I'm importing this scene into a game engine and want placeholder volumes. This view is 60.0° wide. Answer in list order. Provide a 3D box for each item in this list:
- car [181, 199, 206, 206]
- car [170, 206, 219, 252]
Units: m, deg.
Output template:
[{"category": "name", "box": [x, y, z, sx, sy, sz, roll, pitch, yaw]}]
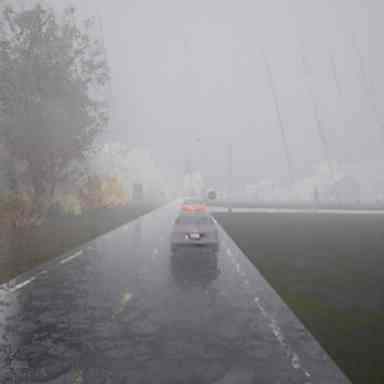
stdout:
[{"category": "car", "box": [0.101, 1.349, 28.207, 2.097, 1.767, 4.553, 0, 0, 0]}, {"category": "car", "box": [0.100, 1.545, 13.865, 2.033, 1.411, 5.357, 0, 0, 0]}]
